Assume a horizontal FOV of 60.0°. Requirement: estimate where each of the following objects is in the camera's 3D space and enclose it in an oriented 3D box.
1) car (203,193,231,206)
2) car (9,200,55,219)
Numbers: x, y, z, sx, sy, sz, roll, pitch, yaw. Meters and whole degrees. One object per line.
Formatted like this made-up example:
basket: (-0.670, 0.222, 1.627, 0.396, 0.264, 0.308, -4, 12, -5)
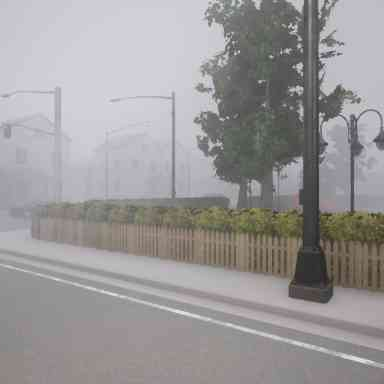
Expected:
car: (3.525, 1.221, 48.179, 2.150, 2.045, 5.566, 0, 0, 35)
car: (-13.682, 1.477, 29.811, 1.882, 1.535, 5.008, 0, 0, 35)
